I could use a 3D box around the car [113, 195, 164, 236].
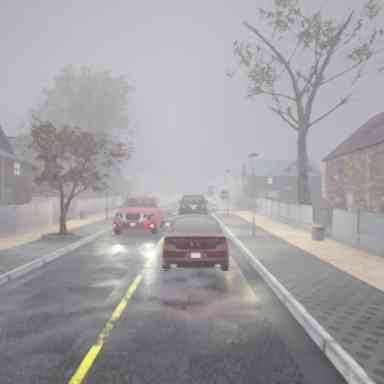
[{"bbox_3d":[-2.828,1.186,18.674,2.150,2.045,5.566,0,0,0],"label":"car"}]

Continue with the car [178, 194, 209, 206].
[{"bbox_3d":[0.102,1.179,25.258,2.150,2.045,5.566,0,0,0],"label":"car"}]

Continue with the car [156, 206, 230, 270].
[{"bbox_3d":[0.100,1.456,10.971,1.882,1.535,5.008,0,0,0],"label":"car"}]
